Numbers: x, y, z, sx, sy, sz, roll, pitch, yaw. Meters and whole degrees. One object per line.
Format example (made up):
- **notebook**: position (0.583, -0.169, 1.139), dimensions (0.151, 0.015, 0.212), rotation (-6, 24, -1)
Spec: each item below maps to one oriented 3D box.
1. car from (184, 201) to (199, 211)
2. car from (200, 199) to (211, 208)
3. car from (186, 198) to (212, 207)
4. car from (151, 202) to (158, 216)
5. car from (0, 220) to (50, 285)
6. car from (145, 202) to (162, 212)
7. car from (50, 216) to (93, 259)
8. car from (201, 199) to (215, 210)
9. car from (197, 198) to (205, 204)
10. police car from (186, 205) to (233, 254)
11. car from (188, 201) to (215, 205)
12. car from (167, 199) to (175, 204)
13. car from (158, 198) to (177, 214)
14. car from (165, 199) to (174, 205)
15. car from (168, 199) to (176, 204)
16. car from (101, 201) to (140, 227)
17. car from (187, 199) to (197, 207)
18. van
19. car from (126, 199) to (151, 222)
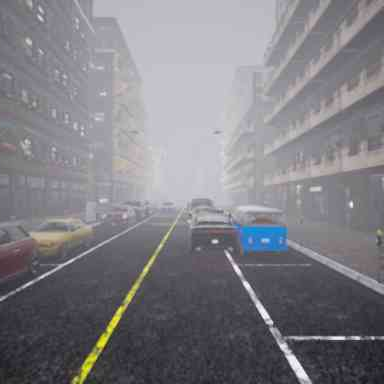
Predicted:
- **car**: position (-0.040, 2.041, 49.473), dimensions (2.033, 1.411, 5.357), rotation (0, -1, 0)
- **car**: position (2.521, 2.157, 63.559), dimensions (1.752, 1.417, 4.829), rotation (1, -1, 0)
- **car**: position (0.800, 1.529, 30.283), dimensions (2.150, 2.045, 5.566), rotation (0, -1, 0)
- **car**: position (-5.333, 1.672, 35.621), dimensions (2.192, 1.841, 5.009), rotation (1, -1, 0)
- **car**: position (-5.312, 1.521, 7.876), dimensions (1.967, 1.590, 4.097), rotation (1, -1, 0)
- **car**: position (-5.346, 2.049, 46.715), dimensions (1.802, 1.307, 4.206), rotation (1, -1, 0)
- **car**: position (-5.317, 1.660, 13.254), dimensions (1.752, 1.417, 4.829), rotation (1, -1, 0)
- **car**: position (2.532, 1.961, 52.293), dimensions (1.967, 1.590, 4.097), rotation (1, -1, 0)
- **car**: position (2.499, 2.340, 91.135), dimensions (1.967, 1.590, 4.097), rotation (1, -1, 0)
- **police car**: position (0.813, 1.570, 14.360), dimensions (1.930, 1.638, 5.238), rotation (0, -1, 0)
- **car**: position (0.804, 1.701, 24.440), dimensions (1.801, 1.575, 5.366), rotation (0, -1, 0)
- **car**: position (-5.378, 2.412, 85.557), dimensions (1.947, 1.339, 4.313), rotation (1, -1, 0)
- **car**: position (-2.877, 1.885, 40.770), dimensions (1.882, 1.535, 5.008), rotation (0, -1, 0)
- **car**: position (-5.373, 2.343, 80.008), dimensions (2.008, 1.369, 4.403), rotation (1, -1, 0)
- **car**: position (-5.383, 2.482, 91.105), dimensions (1.802, 1.307, 4.206), rotation (1, -1, 0)
- **car**: position (-5.326, 1.687, 24.522), dimensions (1.967, 1.590, 4.097), rotation (1, -1, 0)
- **car**: position (-0.054, 2.117, 64.353), dimensions (1.882, 1.535, 5.008), rotation (0, -1, 0)
- **van**: position (2.565, 1.477, 13.451), dimensions (1.690, 1.788, 3.998), rotation (1, -1, 0)
- **car**: position (-5.329, 1.617, 30.072), dimensions (2.192, 1.841, 5.009), rotation (1, -1, 0)
